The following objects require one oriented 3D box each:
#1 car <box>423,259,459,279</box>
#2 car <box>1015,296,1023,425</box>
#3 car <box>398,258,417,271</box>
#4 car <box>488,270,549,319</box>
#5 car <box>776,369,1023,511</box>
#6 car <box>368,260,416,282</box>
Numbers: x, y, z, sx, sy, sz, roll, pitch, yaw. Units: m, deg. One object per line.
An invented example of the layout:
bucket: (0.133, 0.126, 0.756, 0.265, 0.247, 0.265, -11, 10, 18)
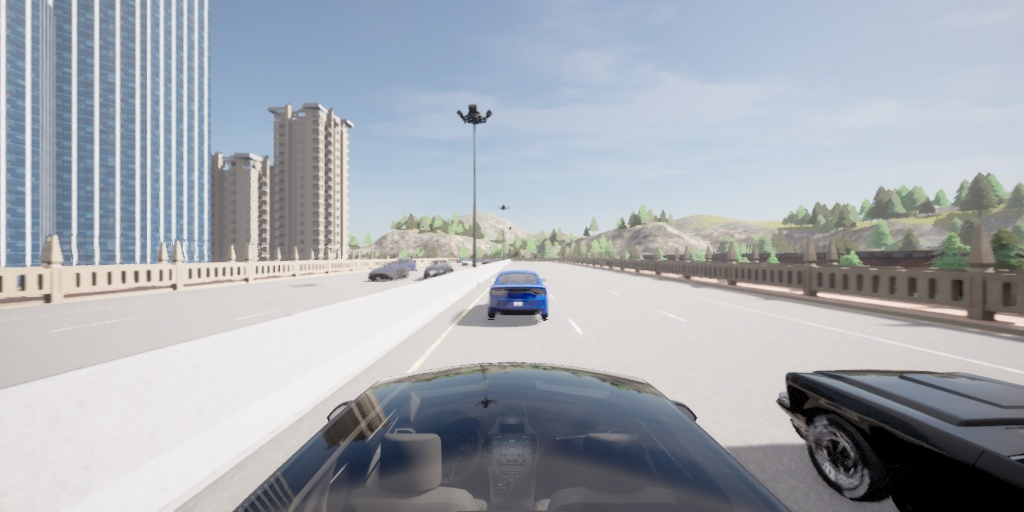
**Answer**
car: (-6.467, 1.243, 31.938, 2.128, 1.511, 4.902, 0, 0, 2)
car: (7.106, 1.242, 1.861, 2.128, 1.511, 4.902, 0, 0, 0)
car: (-13.124, 1.103, 43.451, 2.097, 1.767, 4.553, 0, 0, 2)
car: (0.225, 1.228, 12.802, 1.882, 1.535, 5.008, 0, 0, 1)
car: (3.603, 1.351, 1.467, 1.895, 1.301, 4.718, 0, 0, 0)
car: (-10.035, 1.298, 29.763, 2.033, 1.411, 5.357, 0, 0, 2)
